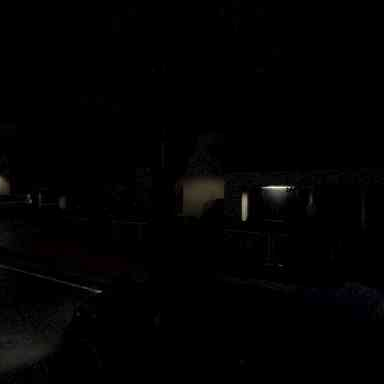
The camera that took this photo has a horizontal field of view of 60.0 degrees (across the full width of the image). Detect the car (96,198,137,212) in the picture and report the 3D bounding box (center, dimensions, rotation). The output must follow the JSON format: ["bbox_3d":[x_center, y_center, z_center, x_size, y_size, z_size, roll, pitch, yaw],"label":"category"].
[{"bbox_3d":[-8.244,1.562,37.622,1.994,1.385,4.181,0,0,35],"label":"car"}]

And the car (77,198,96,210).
[{"bbox_3d":[-11.253,1.491,39.430,2.128,1.511,4.902,0,0,35],"label":"car"}]

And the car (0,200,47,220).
[{"bbox_3d":[-14.964,1.601,28.187,1.895,1.301,4.718,0,0,35],"label":"car"}]

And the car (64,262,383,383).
[{"bbox_3d":[0.609,1.525,3.550,4.674,1.442,1.812,0,0,35],"label":"car"}]

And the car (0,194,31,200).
[{"bbox_3d":[-17.590,1.221,30.566,2.150,2.045,5.566,0,0,36],"label":"car"}]
